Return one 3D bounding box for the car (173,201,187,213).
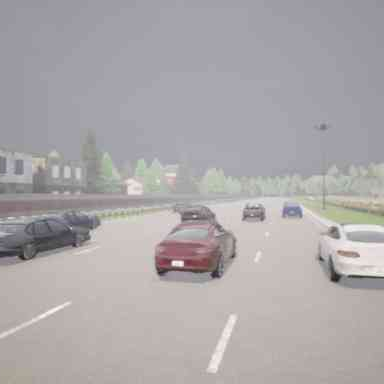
[{"bbox_3d":[-1.148,2.029,45.338,2.128,1.511,4.902,-1,-1,15],"label":"car"}]

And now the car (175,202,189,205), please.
[{"bbox_3d":[0.039,2.027,36.384,1.895,1.301,4.718,-1,-1,15],"label":"car"}]

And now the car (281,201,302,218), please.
[{"bbox_3d":[10.215,1.796,34.024,1.882,1.535,5.008,-1,-1,16],"label":"car"}]

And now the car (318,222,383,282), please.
[{"bbox_3d":[4.793,1.603,9.654,1.812,1.442,4.674,-1,-1,15],"label":"car"}]

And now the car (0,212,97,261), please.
[{"bbox_3d":[-6.257,1.754,13.316,2.033,1.411,5.357,-1,-1,15],"label":"car"}]

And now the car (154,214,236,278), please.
[{"bbox_3d":[0.254,1.649,10.589,1.812,1.442,4.674,-1,-1,15],"label":"car"}]

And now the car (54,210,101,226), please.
[{"bbox_3d":[-7.831,1.853,20.844,2.033,1.411,5.357,-1,-1,15],"label":"car"}]

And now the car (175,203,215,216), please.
[{"bbox_3d":[0.537,1.792,24.923,1.837,1.490,4.892,-1,-1,15],"label":"car"}]

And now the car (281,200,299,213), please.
[{"bbox_3d":[12.908,1.906,44.046,2.128,1.511,4.902,-1,-1,15],"label":"car"}]

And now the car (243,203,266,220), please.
[{"bbox_3d":[5.890,1.812,31.251,2.128,1.511,4.902,-1,-1,15],"label":"car"}]
